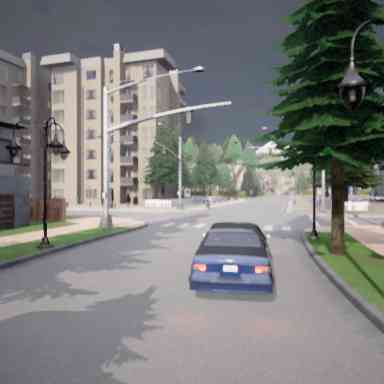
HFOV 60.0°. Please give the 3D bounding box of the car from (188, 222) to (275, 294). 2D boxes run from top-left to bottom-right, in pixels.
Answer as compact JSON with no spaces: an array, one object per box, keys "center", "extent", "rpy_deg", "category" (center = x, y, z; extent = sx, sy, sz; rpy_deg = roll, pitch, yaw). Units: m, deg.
[{"center":[1.137,1.509,8.863],"extent":[2.033,1.411,5.357],"rpy_deg":[0,0,9],"category":"car"}]
